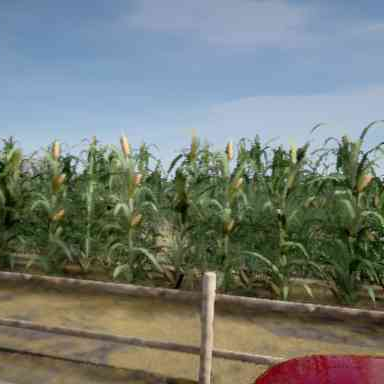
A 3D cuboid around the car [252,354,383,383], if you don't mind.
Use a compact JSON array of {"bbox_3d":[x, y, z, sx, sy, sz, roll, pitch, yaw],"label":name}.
[{"bbox_3d":[2.782,1.719,1.892,5.008,1.535,1.882,2,-3,13],"label":"car"}]
